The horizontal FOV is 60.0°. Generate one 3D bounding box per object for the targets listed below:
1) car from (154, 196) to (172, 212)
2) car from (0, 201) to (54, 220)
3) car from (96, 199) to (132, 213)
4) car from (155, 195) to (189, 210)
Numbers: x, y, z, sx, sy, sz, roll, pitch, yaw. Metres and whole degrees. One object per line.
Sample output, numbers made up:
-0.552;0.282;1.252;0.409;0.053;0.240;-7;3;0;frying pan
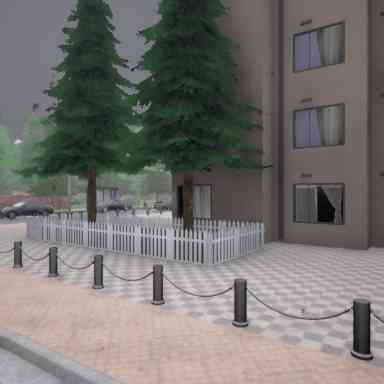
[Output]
-2.270;1.476;38.616;2.128;1.511;4.902;0;0;37;car
-14.321;1.510;28.705;1.812;1.442;4.674;0;0;37;car
-8.732;1.476;36.167;2.128;1.511;4.902;0;0;37;car
-2.564;1.337;44.335;2.097;1.767;4.553;0;0;37;car
